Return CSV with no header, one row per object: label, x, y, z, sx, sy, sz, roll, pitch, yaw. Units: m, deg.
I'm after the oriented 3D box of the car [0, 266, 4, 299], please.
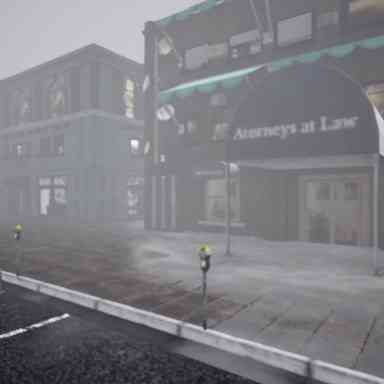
car,-5.408,1.579,6.729,4.206,1.307,1.802,0,0,35
